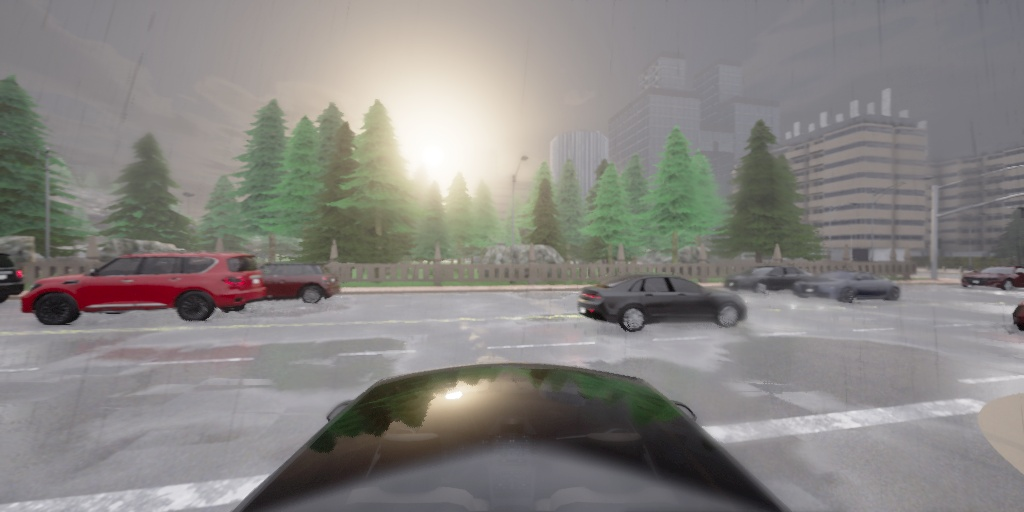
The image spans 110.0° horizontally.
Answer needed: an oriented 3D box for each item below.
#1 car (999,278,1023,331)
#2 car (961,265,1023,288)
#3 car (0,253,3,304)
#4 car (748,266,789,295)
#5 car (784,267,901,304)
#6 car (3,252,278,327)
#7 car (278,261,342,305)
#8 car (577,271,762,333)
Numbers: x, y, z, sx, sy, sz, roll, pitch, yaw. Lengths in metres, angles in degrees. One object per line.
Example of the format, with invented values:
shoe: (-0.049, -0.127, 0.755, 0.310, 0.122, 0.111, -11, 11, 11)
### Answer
car: (15.455, 1.382, 9.112, 4.181, 1.385, 1.994, 0, 0, -11)
car: (31.903, 1.379, 23.254, 5.008, 1.535, 1.882, 0, 0, -11)
car: (-21.304, 0.855, 12.591, 5.566, 2.045, 2.150, 0, 0, -11)
car: (14.191, 1.292, 19.768, 4.892, 1.490, 1.837, 0, 0, -11)
car: (15.256, 1.364, 16.412, 4.181, 1.385, 1.994, 0, 0, -11)
car: (-10.927, 0.908, 11.119, 5.566, 2.045, 2.150, 0, 0, -11)
car: (-9.719, 1.037, 14.931, 4.553, 1.767, 2.097, 0, 0, -10)
car: (4.330, 1.266, 10.432, 4.892, 1.490, 1.837, 0, 0, -11)
